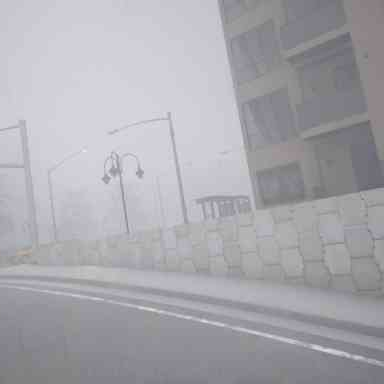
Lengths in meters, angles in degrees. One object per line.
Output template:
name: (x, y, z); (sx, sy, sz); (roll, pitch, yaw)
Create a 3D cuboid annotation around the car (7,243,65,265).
car: (-13.697, 5.364, 29.564); (1.882, 1.535, 5.008); (-14, -8, 35)

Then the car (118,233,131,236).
car: (-7.856, 5.457, 37.496); (1.895, 1.301, 4.718); (-14, -8, 35)
